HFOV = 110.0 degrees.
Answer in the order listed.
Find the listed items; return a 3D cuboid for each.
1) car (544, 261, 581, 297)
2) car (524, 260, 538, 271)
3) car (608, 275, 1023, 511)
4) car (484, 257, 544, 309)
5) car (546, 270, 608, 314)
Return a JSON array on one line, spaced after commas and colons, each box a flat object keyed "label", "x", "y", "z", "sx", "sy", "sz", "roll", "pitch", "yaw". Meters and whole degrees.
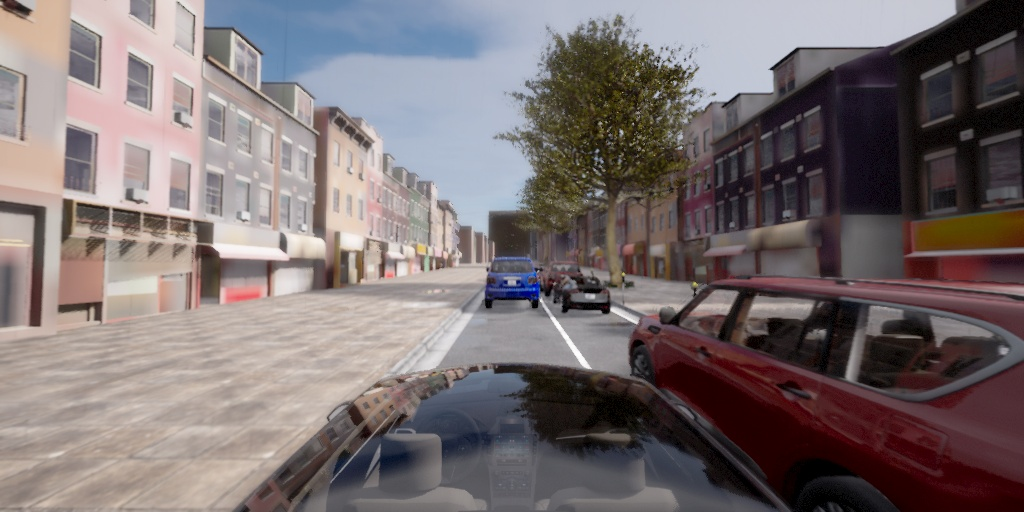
[{"label": "car", "x": 2.634, "y": 1.206, "z": 19.798, "sx": 2.192, "sy": 1.841, "sz": 5.009, "roll": 0, "pitch": 0, "yaw": 0}, {"label": "car", "x": 2.996, "y": 1.493, "z": 56.682, "sx": 1.882, "sy": 1.535, "sz": 5.008, "roll": 0, "pitch": 0, "yaw": 0}, {"label": "car", "x": 2.640, "y": 1.078, "z": 3.123, "sx": 2.192, "sy": 1.841, "sz": 5.009, "roll": 0, "pitch": 0, "yaw": 0}, {"label": "car", "x": -0.004, "y": 1.083, "z": 15.881, "sx": 2.150, "sy": 2.045, "sz": 5.566, "roll": 0, "pitch": 0, "yaw": 0}, {"label": "car", "x": 2.636, "y": 1.421, "z": 14.239, "sx": 1.948, "sy": 1.339, "sz": 4.313, "roll": 0, "pitch": 0, "yaw": 0}]
